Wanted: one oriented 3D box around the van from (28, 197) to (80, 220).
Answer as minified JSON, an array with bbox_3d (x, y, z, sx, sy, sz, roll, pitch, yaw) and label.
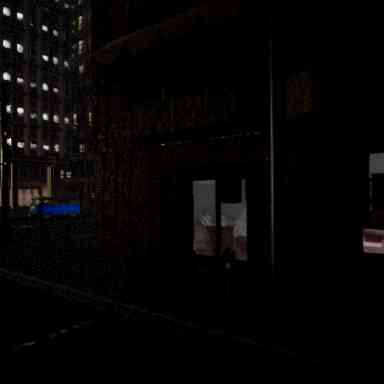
[{"bbox_3d":[-11.208,1.293,27.194,1.690,1.788,3.998,-1,-1,36],"label":"van"}]
